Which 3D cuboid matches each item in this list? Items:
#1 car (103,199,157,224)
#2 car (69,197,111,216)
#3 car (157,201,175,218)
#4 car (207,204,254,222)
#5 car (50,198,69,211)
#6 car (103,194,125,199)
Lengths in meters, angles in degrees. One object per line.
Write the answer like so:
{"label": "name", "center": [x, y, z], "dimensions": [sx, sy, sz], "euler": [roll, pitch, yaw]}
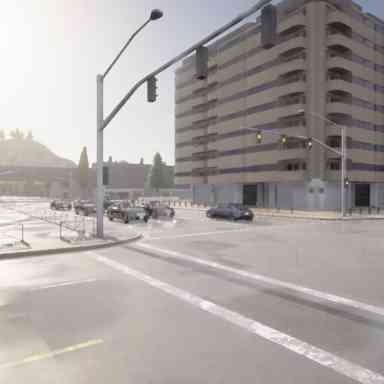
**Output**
{"label": "car", "center": [-5.032, 1.547, 25.819], "dimensions": [2.128, 1.511, 4.902], "euler": [0, 0, -35]}
{"label": "car", "center": [-10.279, 1.547, 33.231], "dimensions": [2.128, 1.511, 4.902], "euler": [0, 0, -35]}
{"label": "car", "center": [-3.365, 1.547, 29.522], "dimensions": [2.128, 1.511, 4.902], "euler": [0, 0, -35]}
{"label": "car", "center": [3.020, 1.620, 26.909], "dimensions": [1.994, 1.385, 4.181], "euler": [0, 0, -35]}
{"label": "car", "center": [-16.688, 1.546, 42.300], "dimensions": [2.128, 1.511, 4.902], "euler": [0, 0, -35]}
{"label": "car", "center": [-9.065, 1.277, 37.573], "dimensions": [2.150, 2.045, 5.566], "euler": [0, 0, -35]}
